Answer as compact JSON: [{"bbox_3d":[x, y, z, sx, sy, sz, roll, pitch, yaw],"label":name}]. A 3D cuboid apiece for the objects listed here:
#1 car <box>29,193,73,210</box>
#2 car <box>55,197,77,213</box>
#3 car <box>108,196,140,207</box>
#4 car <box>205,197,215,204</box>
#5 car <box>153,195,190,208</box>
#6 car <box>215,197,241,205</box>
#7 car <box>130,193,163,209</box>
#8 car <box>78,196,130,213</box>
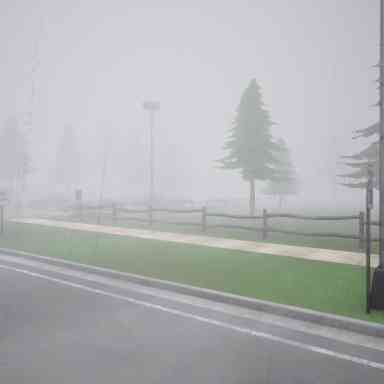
[{"bbox_3d":[-17.908,1.231,42.666,2.150,2.045,5.566,0,0,35],"label":"car"},{"bbox_3d":[-12.779,1.572,37.804,1.994,1.385,4.181,0,0,35],"label":"car"},{"bbox_3d":[-10.780,1.487,52.823,1.882,1.535,5.008,0,0,35],"label":"car"},{"bbox_3d":[4.422,1.555,62.156,2.033,1.411,5.357,0,0,35],"label":"car"},{"bbox_3d":[-2.772,1.533,45.949,1.812,1.442,4.674,0,0,35],"label":"car"},{"bbox_3d":[6.768,1.554,59.420,2.033,1.411,5.357,0,0,35],"label":"car"},{"bbox_3d":[-6.107,1.231,47.315,2.150,2.045,5.566,0,0,34],"label":"car"},{"bbox_3d":[-9.571,1.484,36.282,1.882,1.535,5.008,0,0,35],"label":"car"}]
